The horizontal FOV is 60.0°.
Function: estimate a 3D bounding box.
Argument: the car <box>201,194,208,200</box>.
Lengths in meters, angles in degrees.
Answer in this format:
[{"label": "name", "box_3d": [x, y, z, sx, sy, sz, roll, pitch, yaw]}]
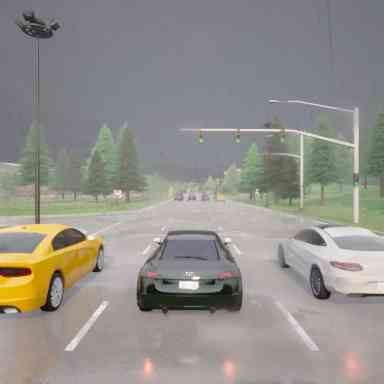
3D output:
[{"label": "car", "box_3d": [3.496, 1.332, 92.088, 1.837, 1.490, 4.892, 0, 0, 0]}]

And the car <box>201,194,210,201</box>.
[{"label": "car", "box_3d": [3.497, 1.545, 82.085, 1.994, 1.385, 4.181, 0, 0, 0]}]

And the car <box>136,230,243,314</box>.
[{"label": "car", "box_3d": [0.001, 1.564, 7.712, 1.994, 1.385, 4.181, 0, 0, 2]}]

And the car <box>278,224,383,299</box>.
[{"label": "car", "box_3d": [3.518, 1.526, 8.284, 1.812, 1.442, 4.674, 0, 0, 1]}]

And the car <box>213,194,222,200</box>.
[{"label": "car", "box_3d": [6.996, 1.385, 92.088, 1.994, 1.385, 4.181, 0, 0, 0]}]

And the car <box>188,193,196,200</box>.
[{"label": "car", "box_3d": [-0.004, 1.188, 92.058, 2.097, 1.767, 4.553, 0, 0, 0]}]

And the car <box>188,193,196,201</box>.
[{"label": "car", "box_3d": [-0.003, 1.348, 82.055, 2.097, 1.767, 4.553, 0, 0, 0]}]

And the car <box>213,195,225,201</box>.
[{"label": "car", "box_3d": [6.997, 1.469, 81.668, 1.882, 1.535, 5.008, 0, 0, 0]}]

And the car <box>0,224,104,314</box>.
[{"label": "car", "box_3d": [-3.488, 1.478, 7.739, 1.882, 1.535, 5.008, 0, 0, 0]}]

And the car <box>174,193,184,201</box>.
[{"label": "car", "box_3d": [-3.503, 1.588, 82.115, 1.895, 1.301, 4.718, 0, 0, 0]}]
